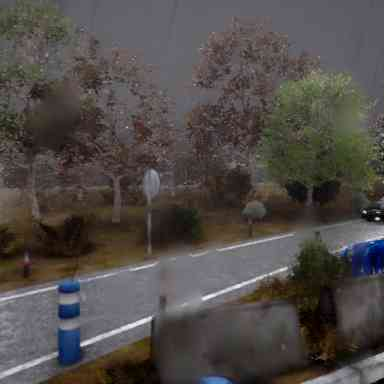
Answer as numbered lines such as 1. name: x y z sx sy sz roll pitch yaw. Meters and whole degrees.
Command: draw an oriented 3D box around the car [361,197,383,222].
1. car: 11.428 0.837 18.299 5.357 1.411 2.033 -3 2 -37
